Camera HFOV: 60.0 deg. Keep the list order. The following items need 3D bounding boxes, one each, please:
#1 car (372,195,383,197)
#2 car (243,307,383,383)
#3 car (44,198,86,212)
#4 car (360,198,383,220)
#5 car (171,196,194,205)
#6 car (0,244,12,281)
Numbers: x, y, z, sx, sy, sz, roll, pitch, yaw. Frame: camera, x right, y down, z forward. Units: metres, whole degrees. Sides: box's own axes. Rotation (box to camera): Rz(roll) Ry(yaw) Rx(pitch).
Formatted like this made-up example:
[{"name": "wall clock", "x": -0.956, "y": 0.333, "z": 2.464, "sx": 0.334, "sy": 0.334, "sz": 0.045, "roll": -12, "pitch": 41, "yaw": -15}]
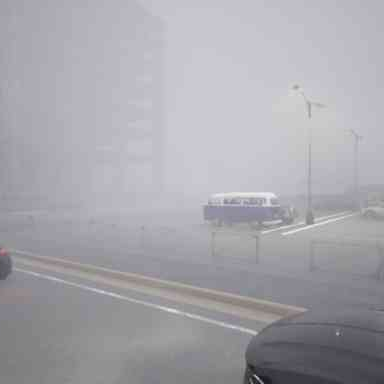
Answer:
[{"name": "car", "x": 17.907, "y": 1.154, "z": 29.316, "sx": 4.605, "sy": 1.855, "sz": 1.932, "roll": 0, "pitch": 0, "yaw": 36}, {"name": "car", "x": 2.723, "y": 1.478, "z": 2.045, "sx": 5.008, "sy": 1.535, "sz": 1.882, "roll": 0, "pitch": 0, "yaw": 36}, {"name": "car", "x": -14.851, "y": 1.423, "z": 39.137, "sx": 1.882, "sy": 1.535, "sz": 5.008, "roll": 0, "pitch": 0, "yaw": 35}, {"name": "car", "x": 14.681, "y": 1.396, "z": 24.765, "sx": 3.806, "sy": 1.475, "sz": 1.970, "roll": 0, "pitch": 0, "yaw": 36}, {"name": "car", "x": -1.628, "y": 1.423, "z": 57.622, "sx": 1.882, "sy": 1.535, "sz": 5.008, "roll": 0, "pitch": 0, "yaw": 36}, {"name": "car", "x": -6.508, "y": 1.564, "z": 8.629, "sx": 4.181, "sy": 1.385, "sz": 1.994, "roll": 0, "pitch": 0, "yaw": 36}]
